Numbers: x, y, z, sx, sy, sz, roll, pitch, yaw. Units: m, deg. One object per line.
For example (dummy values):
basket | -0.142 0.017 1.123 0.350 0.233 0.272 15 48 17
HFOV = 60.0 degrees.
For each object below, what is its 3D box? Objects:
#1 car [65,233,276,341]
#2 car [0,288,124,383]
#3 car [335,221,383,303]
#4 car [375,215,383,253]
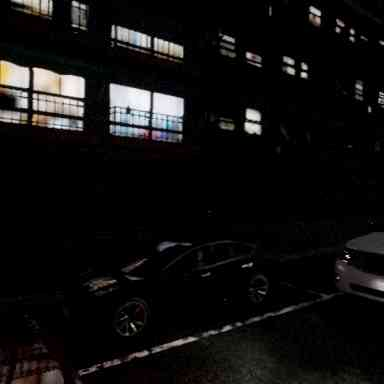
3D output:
car | -0.204 1.553 6.522 4.313 1.339 1.947 0 1 -35
car | -2.833 1.589 1.370 4.718 1.301 1.895 0 0 -36
car | 5.452 1.225 7.148 5.566 2.045 2.150 0 0 -35
car | 9.175 1.571 12.875 4.313 1.339 1.947 0 1 -35
